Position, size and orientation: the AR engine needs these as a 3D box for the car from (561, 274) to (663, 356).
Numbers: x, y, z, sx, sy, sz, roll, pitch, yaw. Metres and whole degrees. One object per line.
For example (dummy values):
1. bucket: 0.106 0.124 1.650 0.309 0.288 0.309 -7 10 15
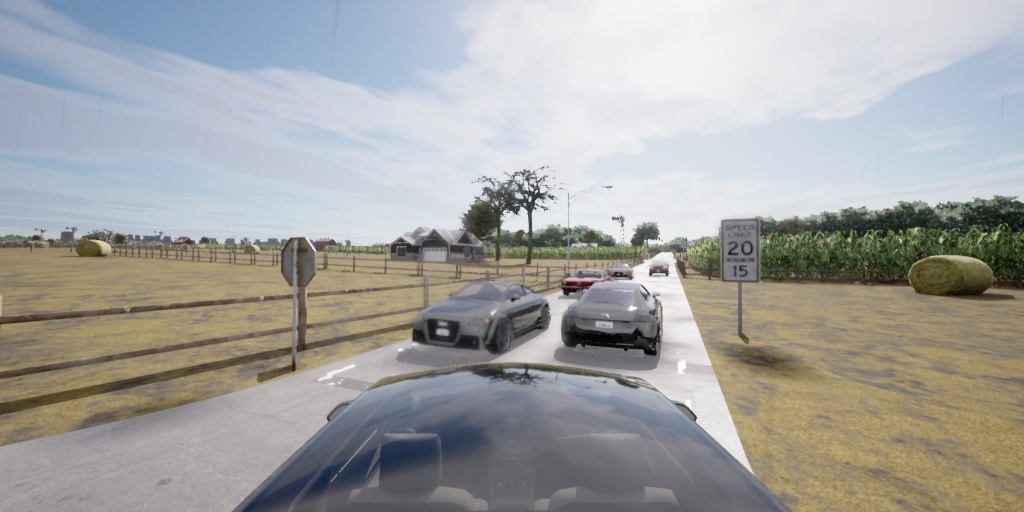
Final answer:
1. car: 2.631 1.325 8.886 1.994 1.385 4.181 0 0 24

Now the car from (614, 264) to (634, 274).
1. car: 9.746 1.374 31.934 1.994 1.385 4.181 0 0 24

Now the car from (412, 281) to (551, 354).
1. car: -0.522 1.333 8.914 1.994 1.385 4.181 0 0 25

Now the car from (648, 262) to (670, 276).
1. car: 15.517 1.338 37.851 1.812 1.442 4.674 0 0 24

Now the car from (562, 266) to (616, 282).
1. car: 4.098 1.390 19.224 1.895 1.301 4.718 0 0 24
